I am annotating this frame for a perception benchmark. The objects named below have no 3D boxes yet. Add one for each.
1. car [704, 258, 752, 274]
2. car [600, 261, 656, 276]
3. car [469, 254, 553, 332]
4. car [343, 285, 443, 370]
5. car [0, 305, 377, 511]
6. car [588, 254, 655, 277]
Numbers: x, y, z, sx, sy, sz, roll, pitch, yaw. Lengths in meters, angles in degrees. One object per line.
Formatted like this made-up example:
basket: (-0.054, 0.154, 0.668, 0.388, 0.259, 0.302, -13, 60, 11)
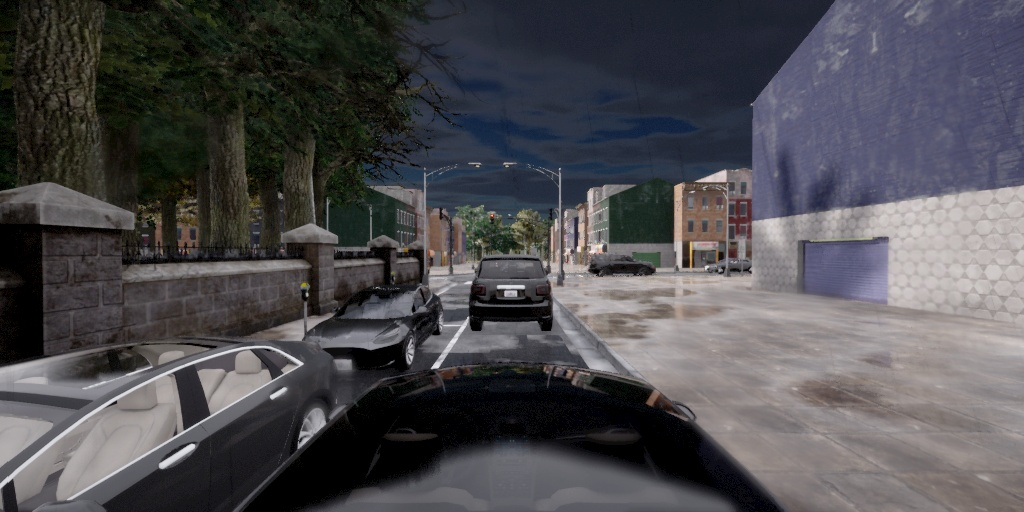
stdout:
car: (21.027, 0.943, 34.296, 4.902, 1.511, 2.128, -1, 1, 0)
car: (10.989, 1.187, 34.310, 4.718, 1.301, 1.895, -1, 1, 0)
car: (-0.012, 0.973, 11.047, 2.150, 2.045, 5.566, 0, 0, 0)
car: (-2.635, 1.316, 7.736, 1.948, 1.339, 4.313, 0, 0, 0)
car: (-2.641, 1.300, 2.047, 2.007, 1.370, 4.403, 0, 0, 0)
car: (9.478, 0.853, 31.362, 5.566, 2.045, 2.150, -1, 1, 0)
